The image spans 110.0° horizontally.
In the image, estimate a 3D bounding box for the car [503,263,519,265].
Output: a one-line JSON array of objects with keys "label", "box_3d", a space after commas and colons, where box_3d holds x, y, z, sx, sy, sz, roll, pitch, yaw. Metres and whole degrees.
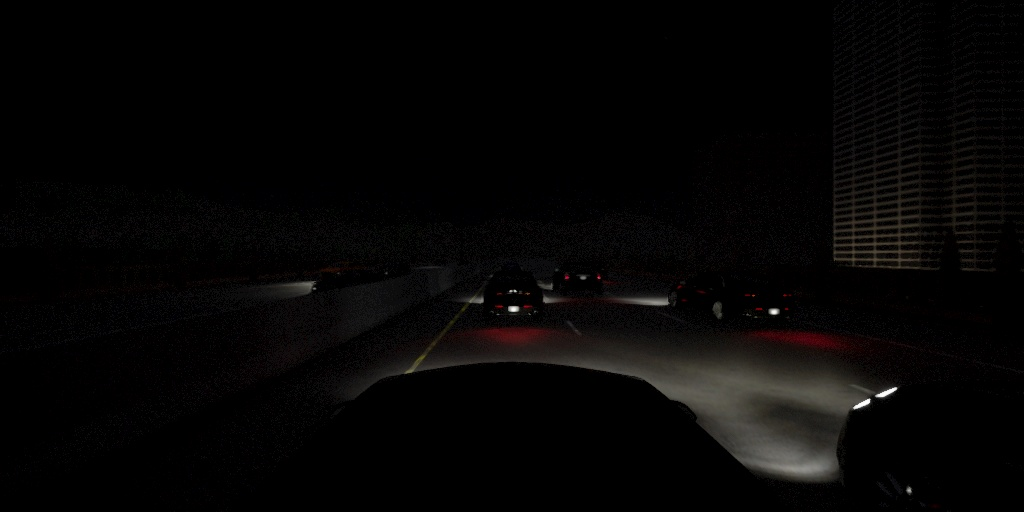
[{"label": "car", "box_3d": [-0.091, 1.283, 30.839, 2.033, 1.411, 5.357, 0, 0, 0]}]

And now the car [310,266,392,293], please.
[{"label": "car", "box_3d": [-7.185, 1.313, 16.094, 1.994, 1.385, 4.181, 0, 0, 0]}]

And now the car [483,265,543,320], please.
[{"label": "car", "box_3d": [0.033, 1.250, 12.572, 1.837, 1.490, 4.892, 0, 0, 0]}]

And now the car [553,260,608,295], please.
[{"label": "car", "box_3d": [3.486, 1.090, 19.715, 2.097, 1.767, 4.553, 0, 0, 0]}]

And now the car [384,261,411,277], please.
[{"label": "car", "box_3d": [-10.802, 1.235, 33.281, 2.128, 1.511, 4.902, 0, 0, 0]}]

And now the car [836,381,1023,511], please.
[{"label": "car", "box_3d": [3.573, 1.099, 0.877, 2.097, 1.767, 4.553, 0, 0, 0]}]

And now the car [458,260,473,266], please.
[{"label": "car", "box_3d": [-7.427, 1.293, 57.584, 1.994, 1.385, 4.181, 0, 0, 0]}]

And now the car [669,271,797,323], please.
[{"label": "car", "box_3d": [7.036, 1.244, 12.063, 1.837, 1.490, 4.892, 0, 0, 0]}]

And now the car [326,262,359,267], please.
[{"label": "car", "box_3d": [-14.282, 1.226, 30.191, 1.882, 1.535, 5.008, 0, 0, 0]}]

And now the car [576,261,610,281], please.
[{"label": "car", "box_3d": [6.908, 1.235, 31.033, 1.837, 1.490, 4.892, 0, 0, 0]}]
